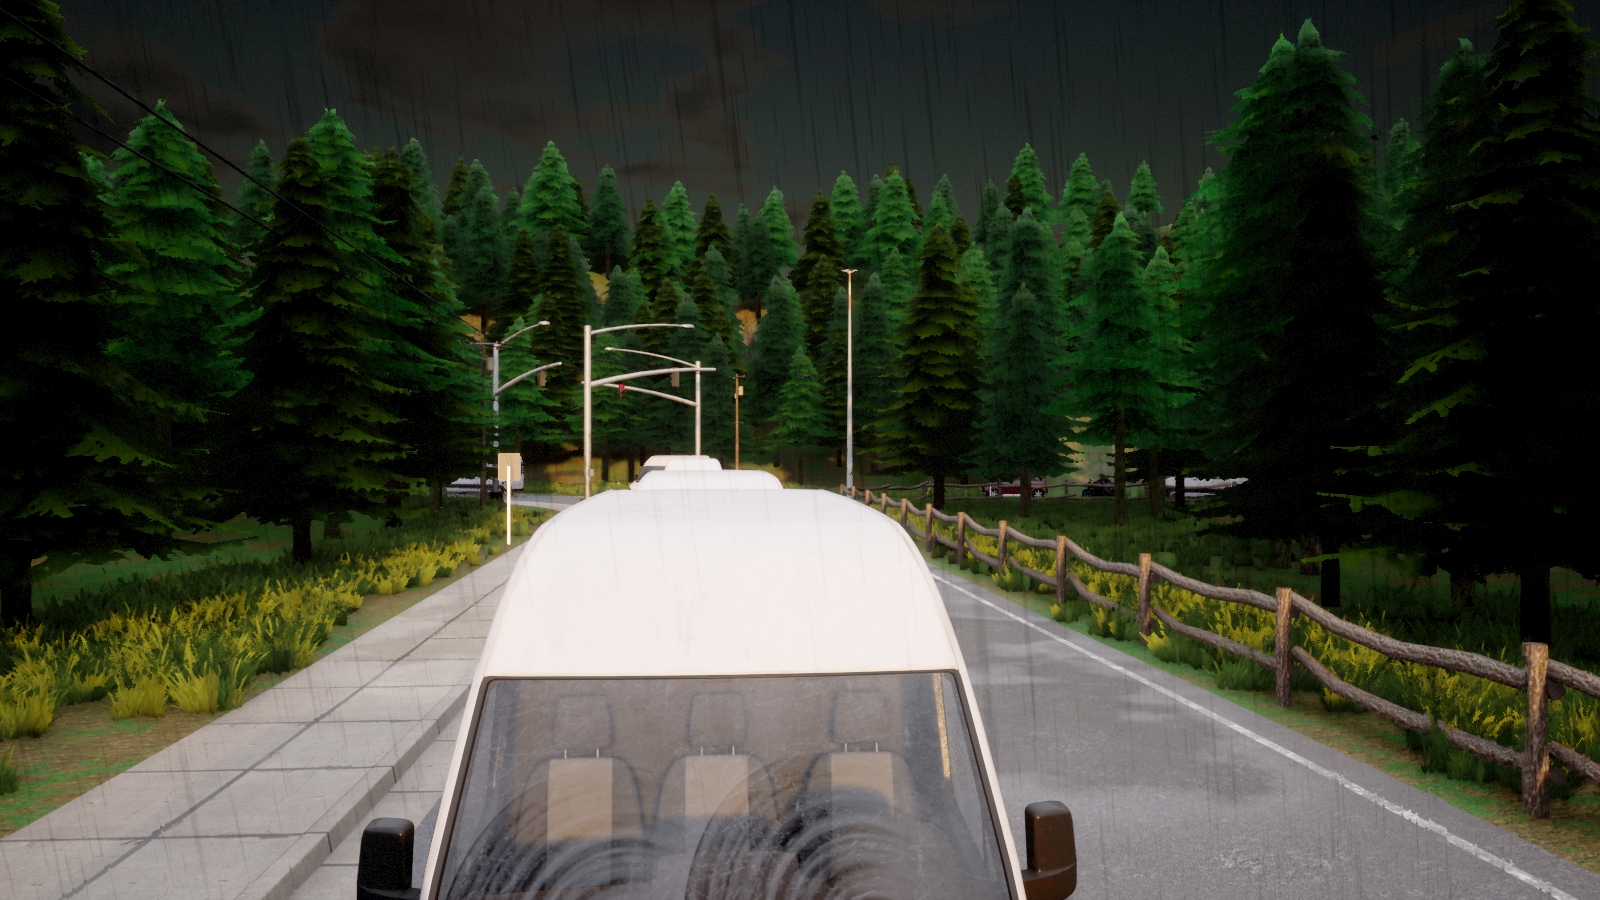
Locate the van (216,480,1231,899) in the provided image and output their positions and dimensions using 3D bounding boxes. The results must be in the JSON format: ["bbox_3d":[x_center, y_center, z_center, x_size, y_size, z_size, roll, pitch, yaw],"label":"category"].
[{"bbox_3d":[-0.354,1.499,5.191,1.988,2.561,5.915,0,0,-5],"label":"van"}]

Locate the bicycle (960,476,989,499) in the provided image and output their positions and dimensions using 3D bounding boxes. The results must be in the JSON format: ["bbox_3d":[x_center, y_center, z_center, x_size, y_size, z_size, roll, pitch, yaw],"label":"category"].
[{"bbox_3d":[9.944,2.158,65.232,1.487,1.276,0.859,0,0,-6],"label":"bicycle"}]

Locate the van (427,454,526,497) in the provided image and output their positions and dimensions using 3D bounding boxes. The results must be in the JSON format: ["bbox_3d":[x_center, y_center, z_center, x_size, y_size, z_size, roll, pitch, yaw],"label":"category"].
[{"bbox_3d":[-19.741,1.507,69.683,5.915,2.561,1.988,0,-1,25],"label":"van"}]

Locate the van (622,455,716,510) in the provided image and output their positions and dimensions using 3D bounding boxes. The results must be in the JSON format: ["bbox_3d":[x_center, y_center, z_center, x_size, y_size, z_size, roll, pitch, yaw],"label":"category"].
[{"bbox_3d":[-6.317,1.515,55.996,1.988,2.561,5.915,0,0,22],"label":"van"}]
